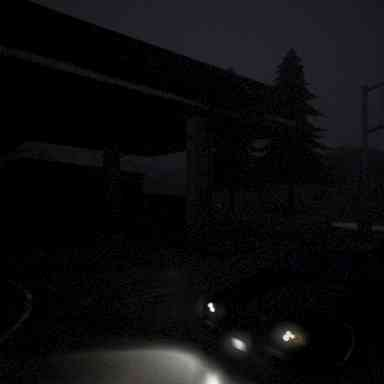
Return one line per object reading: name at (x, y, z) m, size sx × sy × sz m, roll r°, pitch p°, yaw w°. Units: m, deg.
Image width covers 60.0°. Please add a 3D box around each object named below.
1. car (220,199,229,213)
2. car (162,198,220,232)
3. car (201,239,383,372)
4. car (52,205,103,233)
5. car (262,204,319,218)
car at (2.459, 1.479, 36.245) m, size 2.097 × 1.767 × 4.553 m, roll 0°, pitch 0°, yaw -36°
car at (-0.345, 1.472, 21.357) m, size 1.905 × 1.878 × 3.866 m, roll 0°, pitch 0°, yaw -36°
car at (2.724, 1.618, 6.020) m, size 5.357 × 1.411 × 2.033 m, roll 0°, pitch -2°, yaw -37°
car at (-7.475, 1.659, 21.523) m, size 2.242 × 1.667 × 4.611 m, roll 0°, pitch 0°, yaw -36°
car at (8.252, 1.725, 28.126) m, size 1.895 × 1.301 × 4.718 m, roll 0°, pitch 0°, yaw -36°
